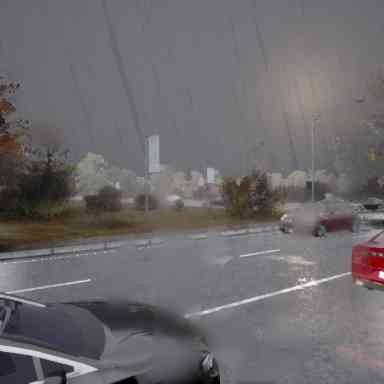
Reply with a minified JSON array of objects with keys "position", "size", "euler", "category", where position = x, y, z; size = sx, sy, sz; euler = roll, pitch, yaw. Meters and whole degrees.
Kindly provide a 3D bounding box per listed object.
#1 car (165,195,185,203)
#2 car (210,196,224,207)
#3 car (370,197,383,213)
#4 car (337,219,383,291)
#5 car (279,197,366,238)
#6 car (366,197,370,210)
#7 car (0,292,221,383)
[{"position":[-3.243,1.294,60.691],"size":[1.812,1.442,4.674],"euler":[-1,0,-38],"category":"car"},{"position":[4.356,1.317,45.552],"size":[1.812,1.442,4.674],"euler":[-1,0,-39],"category":"car"},{"position":[18.167,1.244,33.907],"size":[2.128,1.511,4.902],"euler":[-1,0,-39],"category":"car"},{"position":[5.757,1.445,7.845],"size":[5.008,1.535,1.882],"euler":[0,0,-35],"category":"car"},{"position":[6.636,1.270,17.256],"size":[4.553,1.767,2.097],"euler":[-1,0,-35],"category":"car"},{"position":[14.506,1.309,32.878],"size":[1.812,1.442,4.674],"euler":[-1,0,-39],"category":"car"},{"position":[-1.961,1.492,2.332],"size":[4.902,1.511,2.128],"euler":[0,0,-35],"category":"car"}]
